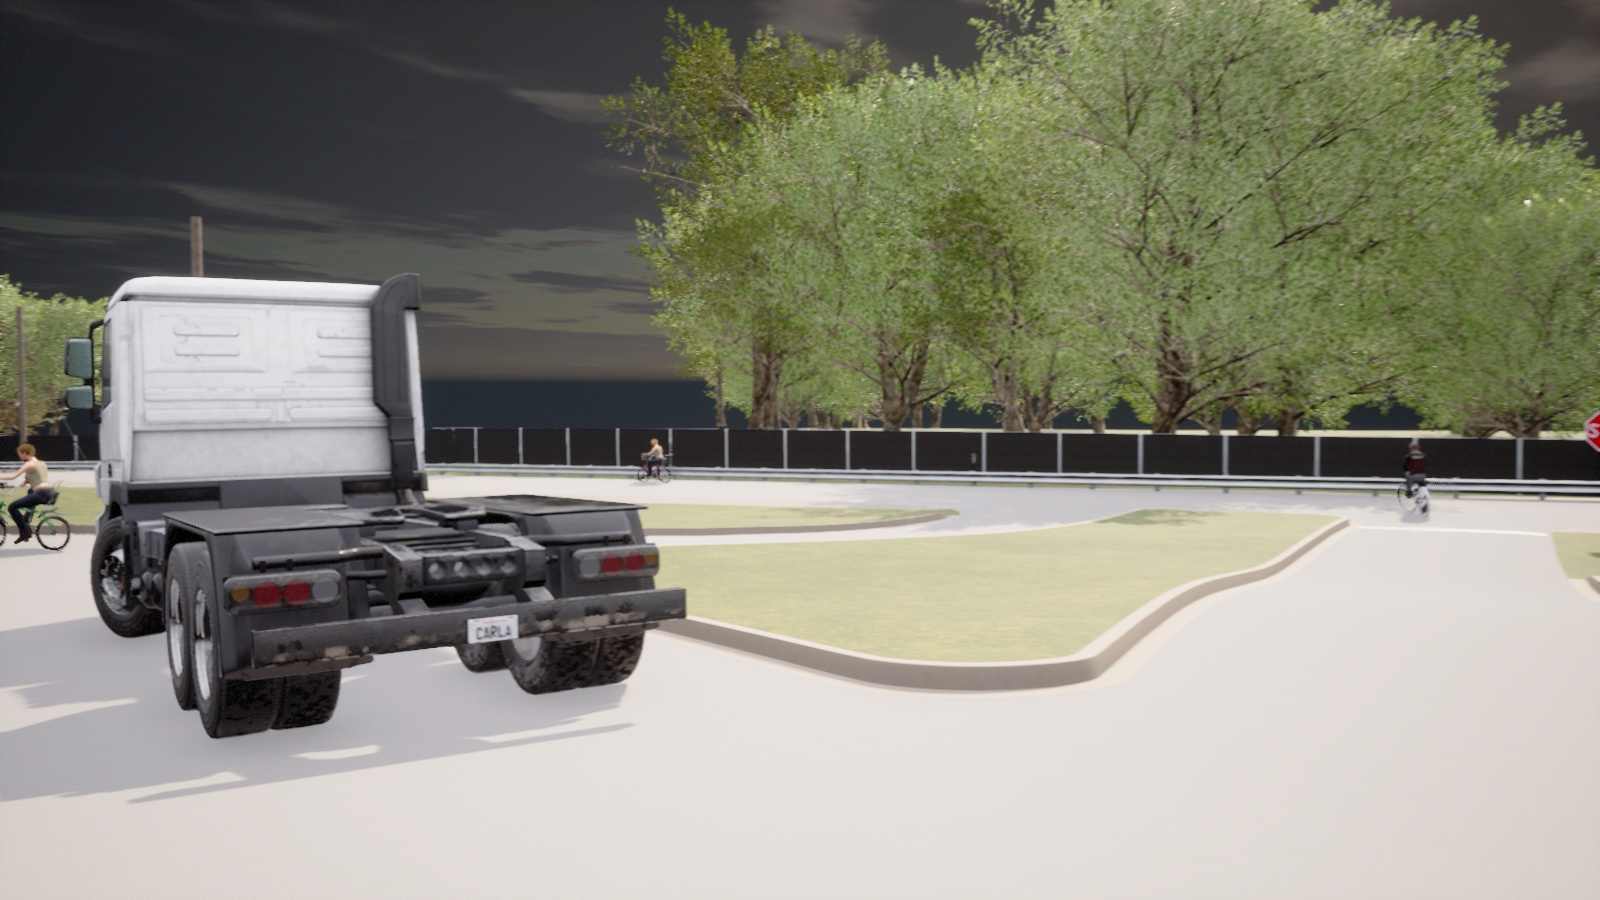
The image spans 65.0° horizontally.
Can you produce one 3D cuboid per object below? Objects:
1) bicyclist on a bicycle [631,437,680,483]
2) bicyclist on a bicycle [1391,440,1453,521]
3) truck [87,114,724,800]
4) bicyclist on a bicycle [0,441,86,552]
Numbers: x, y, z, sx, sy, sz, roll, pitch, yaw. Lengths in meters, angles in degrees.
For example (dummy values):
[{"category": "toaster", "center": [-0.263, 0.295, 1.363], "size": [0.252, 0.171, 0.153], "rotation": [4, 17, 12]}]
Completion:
[{"category": "bicyclist on a bicycle", "center": [-5.253, 0.364, 45.641], "size": [1.509, 1.612, 0.866], "rotation": [0, 3, 31]}, {"category": "bicyclist on a bicycle", "center": [14.864, 0.698, 30.069], "size": [0.659, 1.776, 1.843], "rotation": [-4, 2, 7]}, {"category": "truck", "center": [-3.909, -0.015, 10.448], "size": [2.891, 3.462, 7.936], "rotation": [-2, 1, -33]}, {"category": "bicyclist on a bicycle", "center": [-11.665, 0.677, 18.746], "size": [1.509, 1.612, 0.866], "rotation": [0, 0, 2]}]
